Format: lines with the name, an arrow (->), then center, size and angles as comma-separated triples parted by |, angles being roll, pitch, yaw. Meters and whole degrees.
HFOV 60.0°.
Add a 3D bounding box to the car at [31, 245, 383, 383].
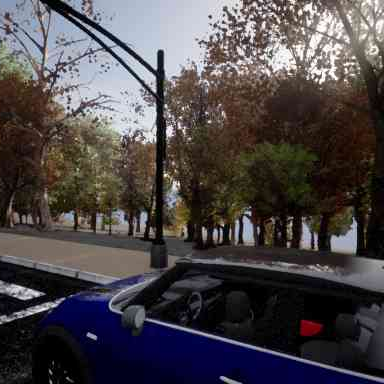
car -> 0.418, 1.352, 3.358 | 4.553, 1.767, 2.097 | 0, 0, 34
